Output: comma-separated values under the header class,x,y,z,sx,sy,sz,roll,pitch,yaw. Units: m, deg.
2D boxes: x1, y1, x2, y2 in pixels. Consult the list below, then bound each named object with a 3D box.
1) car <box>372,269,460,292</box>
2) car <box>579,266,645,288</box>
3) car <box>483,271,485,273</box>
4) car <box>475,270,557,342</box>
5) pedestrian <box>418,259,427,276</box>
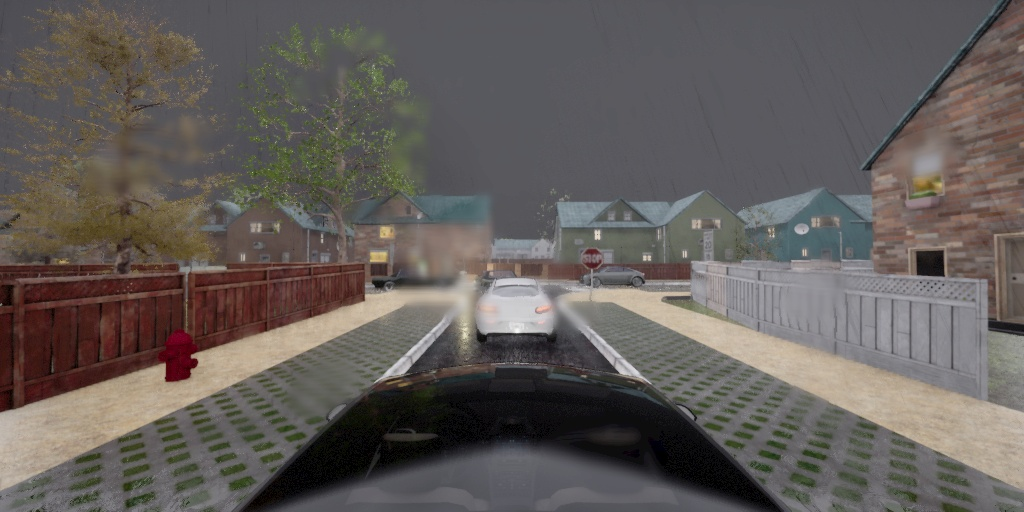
class,x,y,z,sx,sy,sz,roll,pitch,yaw
car,-5.471,1.414,20.877,4.718,1.301,1.895,-1,-1,1
car,6.551,1.341,23.661,4.181,1.385,1.994,0,-1,1
car,-0.747,1.364,18.490,1.895,1.301,4.718,0,-1,-12
car,0.107,1.278,9.671,1.812,1.442,4.674,0,0,0
pedestrian,-6.687,1.115,26.763,0.375,1.860,0.375,0,-1,1
